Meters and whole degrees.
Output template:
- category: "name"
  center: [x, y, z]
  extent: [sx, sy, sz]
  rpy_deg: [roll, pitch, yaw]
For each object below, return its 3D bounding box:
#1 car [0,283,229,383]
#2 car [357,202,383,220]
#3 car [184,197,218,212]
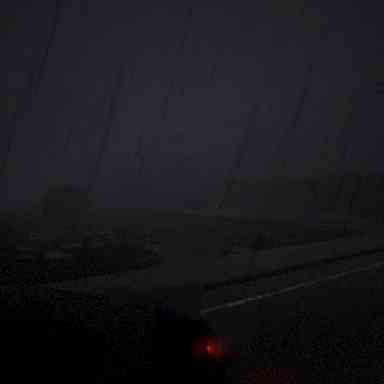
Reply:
- category: "car"
  center: [-2.217, 1.550, 2.405]
  extent: [5.357, 1.411, 2.033]
  rpy_deg: [0, 0, -35]
- category: "car"
  center: [14.766, 1.371, 24.495]
  extent: [2.128, 1.511, 4.902]
  rpy_deg: [0, 0, -35]
- category: "car"
  center: [0.953, 1.403, 37.873]
  extent: [1.837, 1.490, 4.892]
  rpy_deg: [0, 0, -34]
